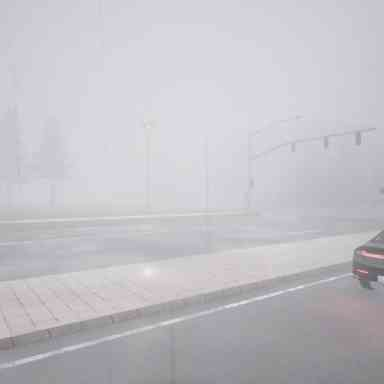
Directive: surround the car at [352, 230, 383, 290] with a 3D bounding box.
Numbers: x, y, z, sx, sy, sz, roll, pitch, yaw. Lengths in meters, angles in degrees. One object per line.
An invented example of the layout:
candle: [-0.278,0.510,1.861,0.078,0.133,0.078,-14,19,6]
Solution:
car: [5.717,1.492,7.848,4.902,1.511,2.128,0,0,-36]
